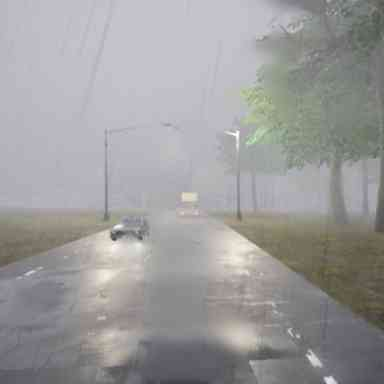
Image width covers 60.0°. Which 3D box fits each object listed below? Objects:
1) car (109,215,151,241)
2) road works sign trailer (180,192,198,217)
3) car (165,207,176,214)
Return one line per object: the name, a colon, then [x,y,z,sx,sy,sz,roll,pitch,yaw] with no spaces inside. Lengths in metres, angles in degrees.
car: [-3.688,2.170,20.789,2.033,1.411,5.357,-1,-1,0]
road works sign trailer: [-0.361,1.781,48.138,2.380,3.560,2.880,-1,-2,-1]
car: [-4.095,3.443,63.612,1.895,1.301,4.718,-1,-2,-1]
